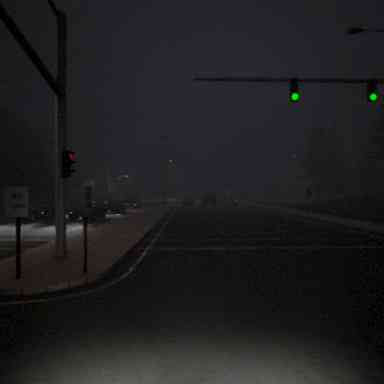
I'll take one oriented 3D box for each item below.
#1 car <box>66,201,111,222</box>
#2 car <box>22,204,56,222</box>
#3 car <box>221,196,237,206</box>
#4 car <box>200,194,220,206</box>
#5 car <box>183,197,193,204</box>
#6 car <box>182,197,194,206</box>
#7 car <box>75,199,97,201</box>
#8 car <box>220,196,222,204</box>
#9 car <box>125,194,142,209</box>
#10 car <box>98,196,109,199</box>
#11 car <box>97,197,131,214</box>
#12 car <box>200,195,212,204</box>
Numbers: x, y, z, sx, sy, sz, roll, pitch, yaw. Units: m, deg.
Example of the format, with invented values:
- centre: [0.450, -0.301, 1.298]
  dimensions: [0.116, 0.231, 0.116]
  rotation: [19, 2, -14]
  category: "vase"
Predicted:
- centre: [-8.266, 1.621, 26.783]
  dimensions: [1.895, 1.301, 4.718]
  rotation: [0, 0, -1]
  category: "car"
- centre: [-11.764, 1.621, 26.653]
  dimensions: [1.895, 1.301, 4.718]
  rotation: [0, 0, -1]
  category: "car"
- centre: [6.398, 1.567, 55.199]
  dimensions: [1.812, 1.442, 4.674]
  rotation: [0, 0, -1]
  category: "car"
- centre: [2.906, 1.262, 54.683]
  dimensions: [2.150, 2.045, 5.566]
  rotation: [0, 0, -1]
  category: "car"
- centre: [-0.756, 1.612, 65.156]
  dimensions: [1.994, 1.385, 4.181]
  rotation: [0, 0, -1]
  category: "car"
- centre: [-0.595, 1.518, 54.717]
  dimensions: [1.882, 1.535, 5.008]
  rotation: [0, 0, -1]
  category: "car"
- centre: [-11.891, 1.552, 35.554]
  dimensions: [1.812, 1.442, 4.674]
  rotation: [0, 0, -1]
  category: "car"
- centre: [6.243, 1.540, 65.274]
  dimensions: [2.128, 1.511, 4.902]
  rotation: [0, 0, -1]
  category: "car"
- centre: [-8.516, 1.257, 47.134]
  dimensions: [2.150, 2.045, 5.566]
  rotation: [0, 0, 0]
  category: "car"
- centre: [-11.996, 1.386, 45.253]
  dimensions: [2.097, 1.767, 4.553]
  rotation: [0, 0, 0]
  category: "car"
- centre: [-8.406, 1.575, 36.428]
  dimensions: [2.033, 1.411, 5.357]
  rotation: [0, 0, -1]
  category: "car"
- centre: [2.744, 1.401, 65.205]
  dimensions: [2.097, 1.767, 4.553]
  rotation: [0, 0, -1]
  category: "car"
